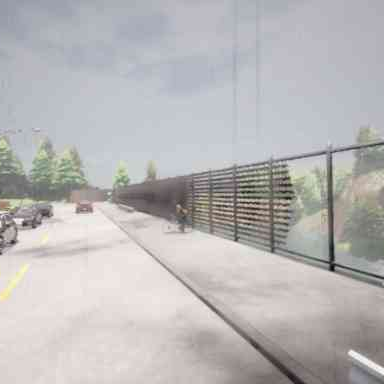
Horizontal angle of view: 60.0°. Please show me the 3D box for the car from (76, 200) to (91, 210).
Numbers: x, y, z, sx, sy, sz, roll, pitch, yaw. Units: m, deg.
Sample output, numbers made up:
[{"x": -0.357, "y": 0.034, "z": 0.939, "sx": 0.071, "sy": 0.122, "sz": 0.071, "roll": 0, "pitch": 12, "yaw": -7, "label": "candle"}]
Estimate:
[{"x": -15.877, "y": 1.869, "z": 48.727, "sx": 1.895, "sy": 1.301, "sz": 4.718, "roll": -2, "pitch": 0, "yaw": -18, "label": "car"}]

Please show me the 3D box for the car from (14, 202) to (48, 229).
[{"x": -11.739, "y": 1.727, "z": 23.355, "sx": 2.128, "sy": 1.511, "sz": 4.902, "roll": -2, "pitch": 0, "yaw": -18, "label": "car"}]

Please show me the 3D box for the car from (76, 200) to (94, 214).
[{"x": -12.599, "y": 1.737, "z": 39.048, "sx": 1.812, "sy": 1.442, "sz": 4.674, "roll": -2, "pitch": 0, "yaw": -18, "label": "car"}]

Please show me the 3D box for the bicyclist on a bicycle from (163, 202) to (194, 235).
[{"x": -0.691, "y": 1.317, "z": 16.738, "sx": 1.656, "sy": 1.620, "sz": 0.582, "roll": -2, "pitch": 0, "yaw": -18, "label": "bicyclist on a bicycle"}]

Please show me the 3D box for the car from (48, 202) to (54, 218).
[{"x": -15.031, "y": 1.769, "z": 33.305, "sx": 1.882, "sy": 1.535, "sz": 5.008, "roll": -2, "pitch": 0, "yaw": -18, "label": "car"}]

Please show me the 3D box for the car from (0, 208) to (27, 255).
[{"x": -8.568, "y": 1.672, "z": 13.831, "sx": 2.128, "sy": 1.511, "sz": 4.902, "roll": -2, "pitch": 0, "yaw": -18, "label": "car"}]
